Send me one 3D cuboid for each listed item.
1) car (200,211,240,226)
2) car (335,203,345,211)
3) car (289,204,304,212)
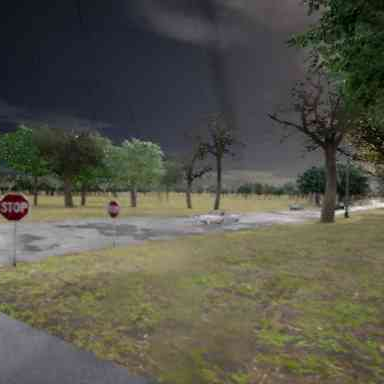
[{"bbox_3d":[2.774,2.471,31.670,1.895,1.301,4.718,2,-1,36],"label":"car"},{"bbox_3d":[38.355,3.794,87.145,2.150,2.045,5.566,2,0,36],"label":"car"},{"bbox_3d":[22.276,3.379,70.788,1.882,1.535,5.008,2,0,36],"label":"car"}]
